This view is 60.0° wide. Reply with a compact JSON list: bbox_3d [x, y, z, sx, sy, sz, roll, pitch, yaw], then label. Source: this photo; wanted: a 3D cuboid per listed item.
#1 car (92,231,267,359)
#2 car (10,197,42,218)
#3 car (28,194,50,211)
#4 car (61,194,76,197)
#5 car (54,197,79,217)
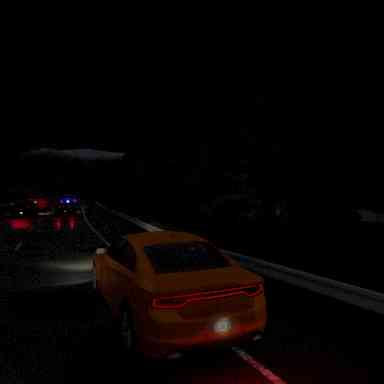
[{"bbox_3d":[-0.658,1.478,6.299,1.882,1.535,5.008,0,0,-25],"label":"car"},{"bbox_3d":[-15.108,1.505,30.147,1.837,1.490,4.892,0,0,-19],"label":"car"},{"bbox_3d":[-18.519,1.221,40.042,2.150,2.045,5.566,0,0,-19],"label":"car"},{"bbox_3d":[-15.353,1.221,41.434,2.150,2.045,5.566,0,0,-18],"label":"car"},{"bbox_3d":[-11.933,1.491,31.535,2.128,1.511,4.902,0,0,-19],"label":"car"}]
